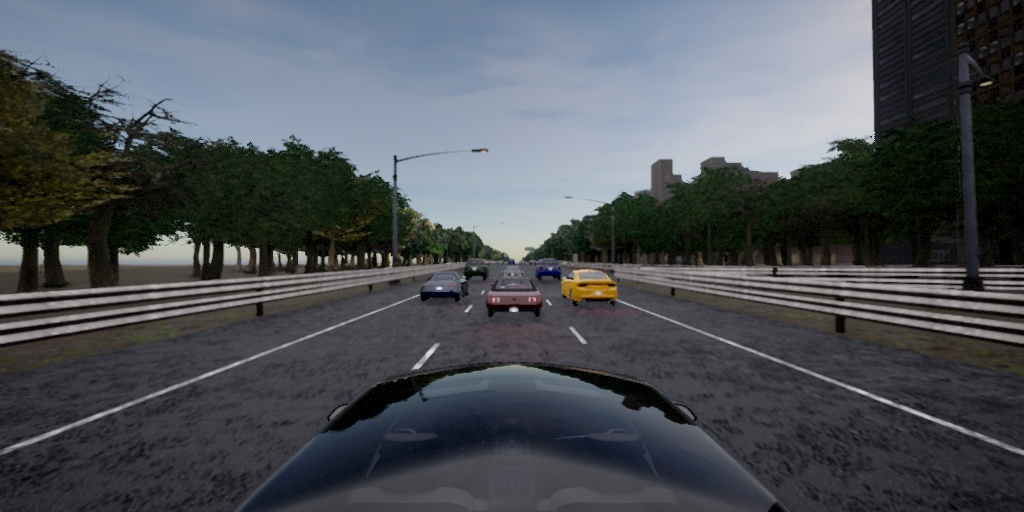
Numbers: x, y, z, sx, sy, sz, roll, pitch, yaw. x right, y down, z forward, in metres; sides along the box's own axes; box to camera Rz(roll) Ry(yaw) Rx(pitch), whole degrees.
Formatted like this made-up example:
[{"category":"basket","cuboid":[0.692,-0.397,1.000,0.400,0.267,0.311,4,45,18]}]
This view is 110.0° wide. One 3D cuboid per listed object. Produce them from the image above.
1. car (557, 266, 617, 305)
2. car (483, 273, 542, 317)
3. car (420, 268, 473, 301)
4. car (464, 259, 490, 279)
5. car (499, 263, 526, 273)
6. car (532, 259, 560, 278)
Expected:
[{"category":"car","cuboid":[3.565,1.415,17.282,1.882,1.535,5.008,0,-1,0]},{"category":"car","cuboid":[0.072,1.503,14.049,1.895,1.301,4.718,0,-1,0]},{"category":"car","cuboid":[-3.436,1.521,18.913,1.994,1.385,4.181,0,-1,0]},{"category":"car","cuboid":[-3.461,1.312,35.628,2.150,2.045,5.566,0,0,0]},{"category":"car","cuboid":[0.046,1.612,31.486,2.033,1.411,5.357,0,0,0]},{"category":"car","cuboid":[3.539,1.312,35.682,2.150,2.045,5.566,0,0,0]}]
